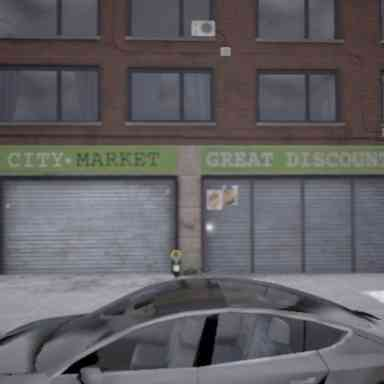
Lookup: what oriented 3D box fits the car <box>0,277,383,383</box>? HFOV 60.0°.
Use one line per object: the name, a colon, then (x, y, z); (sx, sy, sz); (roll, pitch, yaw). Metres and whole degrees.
car: (-0.141, 1.618, 3.303); (4.313, 1.339, 1.947); (0, -1, -2)
